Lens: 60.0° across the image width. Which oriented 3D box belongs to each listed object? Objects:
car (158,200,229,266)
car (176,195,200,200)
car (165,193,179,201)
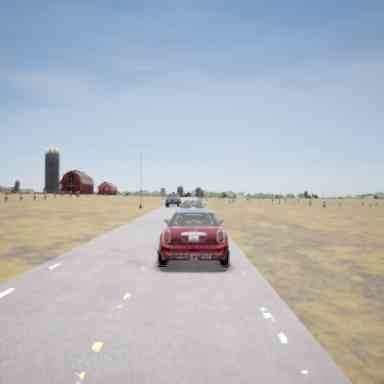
[{"bbox_3d":[0.063,1.334,11.597,2.097,1.767,4.553,0,0,0],"label":"car"},{"bbox_3d":[0.061,1.337,26.686,2.097,1.767,4.553,0,0,0],"label":"car"},{"bbox_3d":[-2.833,1.227,50.067,2.150,2.045,5.566,0,0,0],"label":"car"}]
